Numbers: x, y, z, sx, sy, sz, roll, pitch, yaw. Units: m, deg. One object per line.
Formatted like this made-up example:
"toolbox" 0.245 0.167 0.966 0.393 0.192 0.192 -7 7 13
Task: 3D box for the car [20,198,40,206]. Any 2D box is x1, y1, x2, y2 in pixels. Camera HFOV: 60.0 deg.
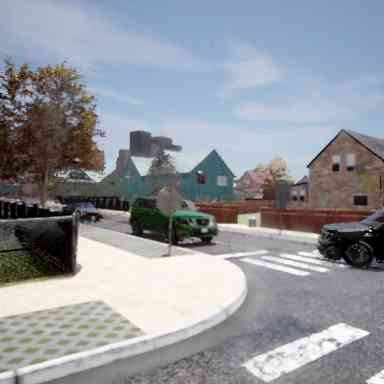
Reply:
"car" -20.841 1.451 42.827 2.033 1.411 5.357 3 -1 -36

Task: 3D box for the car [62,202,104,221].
"car" -8.926 1.530 26.735 2.033 1.411 5.357 3 -1 -37

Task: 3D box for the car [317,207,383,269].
"car" 7.175 1.477 11.087 5.566 2.045 2.150 0 2 12

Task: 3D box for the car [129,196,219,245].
"car" -1.082 1.258 16.230 2.150 2.045 5.566 3 -1 -36
